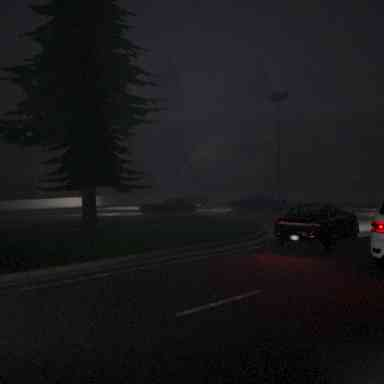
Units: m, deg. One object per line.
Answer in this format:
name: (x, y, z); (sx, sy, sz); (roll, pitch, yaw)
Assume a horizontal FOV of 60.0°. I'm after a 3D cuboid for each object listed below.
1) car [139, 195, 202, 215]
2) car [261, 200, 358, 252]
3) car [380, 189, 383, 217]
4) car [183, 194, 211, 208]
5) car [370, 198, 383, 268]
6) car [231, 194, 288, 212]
car: (-1.914, 1.192, 27.361); (4.718, 1.301, 1.895); (-1, 1, 10)
car: (4.799, 1.175, 12.502); (2.128, 1.511, 4.902); (0, 2, 39)
car: (13.256, 0.727, 19.230); (2.097, 1.767, 4.553); (-2, 1, -2)
car: (-0.566, 0.942, 33.929); (4.902, 1.511, 2.128); (-1, 1, 12)
car: (6.728, 0.916, 9.118); (2.150, 2.045, 5.566); (0, 2, 45)
car: (5.509, 0.893, 27.614); (5.008, 1.535, 1.882); (0, 0, 44)
